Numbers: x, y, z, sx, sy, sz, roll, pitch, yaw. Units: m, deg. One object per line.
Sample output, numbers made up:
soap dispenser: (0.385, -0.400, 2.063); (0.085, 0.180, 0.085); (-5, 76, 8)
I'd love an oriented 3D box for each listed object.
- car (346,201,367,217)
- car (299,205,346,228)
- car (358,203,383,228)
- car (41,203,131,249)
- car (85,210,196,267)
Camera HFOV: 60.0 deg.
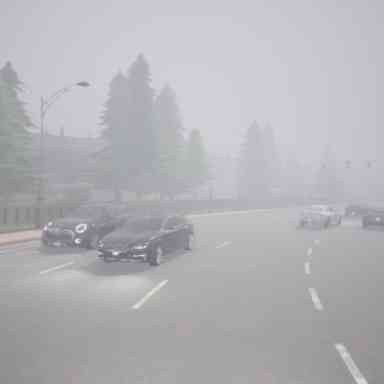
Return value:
car: (16.298, 1.690, 32.342); (1.837, 1.490, 4.892); (1, 1, 39)
car: (8.979, 1.627, 23.160); (1.812, 1.442, 4.674); (1, 0, 39)
car: (13.073, 1.711, 22.725); (1.994, 1.385, 4.181); (1, 0, 39)
car: (-4.071, 1.308, 14.133); (2.097, 1.767, 4.553); (1, 0, 22)
car: (-1.334, 1.492, 11.616); (1.837, 1.490, 4.892); (0, 0, 20)
